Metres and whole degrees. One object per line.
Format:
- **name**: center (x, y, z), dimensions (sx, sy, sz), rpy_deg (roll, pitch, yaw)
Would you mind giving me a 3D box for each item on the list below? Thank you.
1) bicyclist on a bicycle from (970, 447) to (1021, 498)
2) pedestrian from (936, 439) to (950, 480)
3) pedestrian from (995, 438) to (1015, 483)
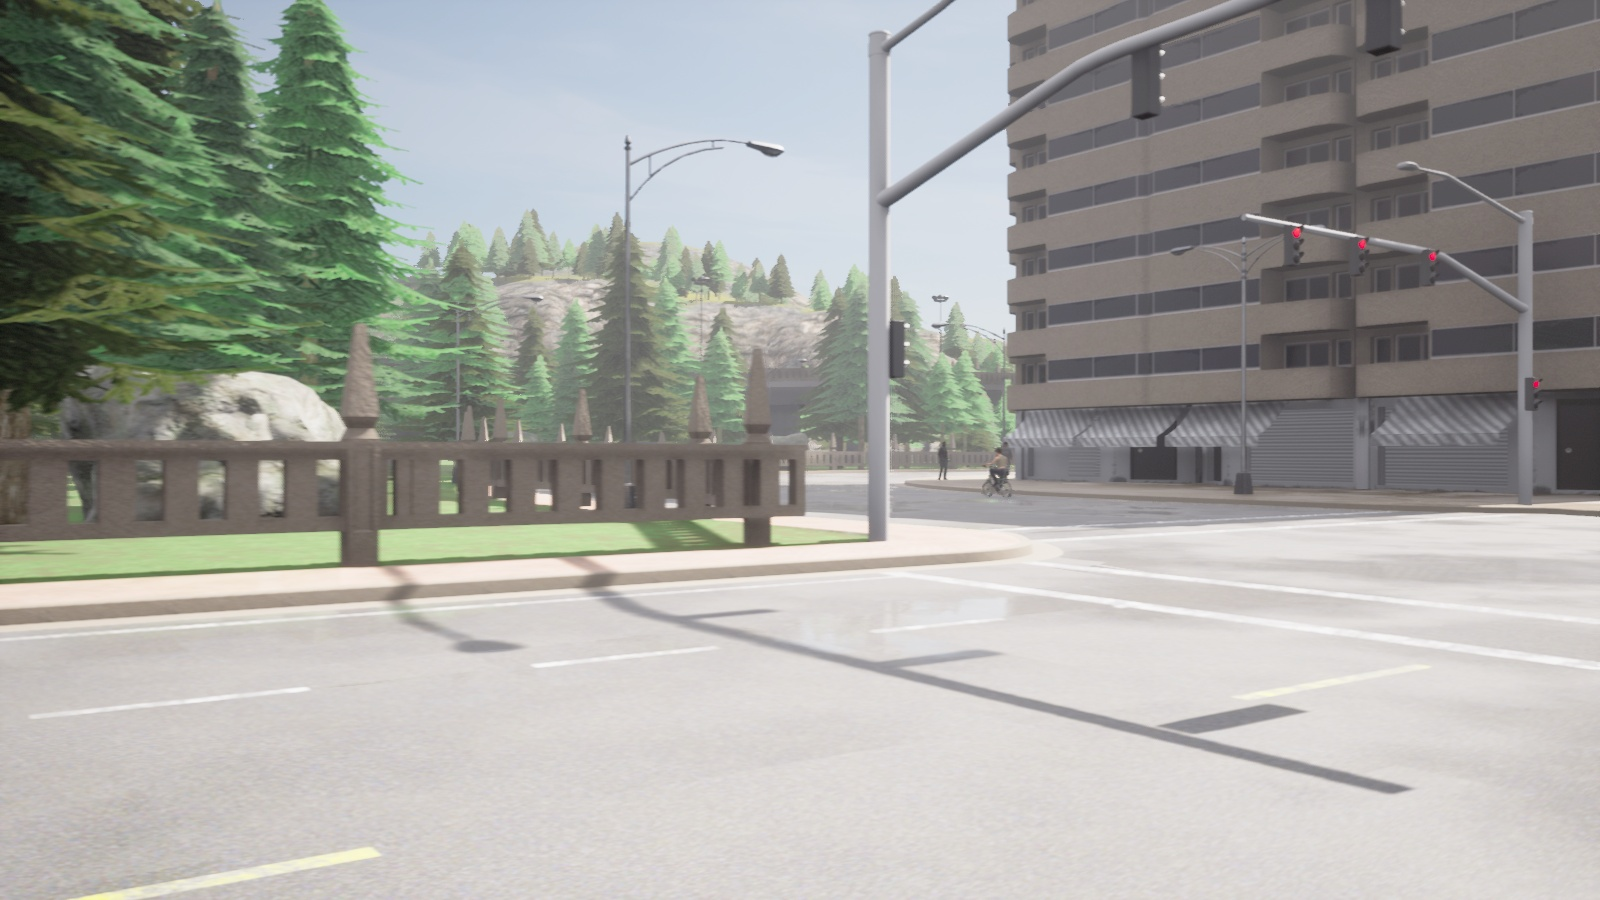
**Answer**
- **bicyclist on a bicycle**: center (6.247, 0.711, 40.172), dimensions (0.866, 1.612, 1.509), rpy_deg (1, 0, -28)
- **pedestrian**: center (6.789, 0.469, 59.602), dimensions (0.402, 1.930, 0.666), rpy_deg (0, 0, -23)
- **pedestrian**: center (8.939, 0.458, 54.795), dimensions (0.659, 1.952, 0.873), rpy_deg (0, 0, -7)
